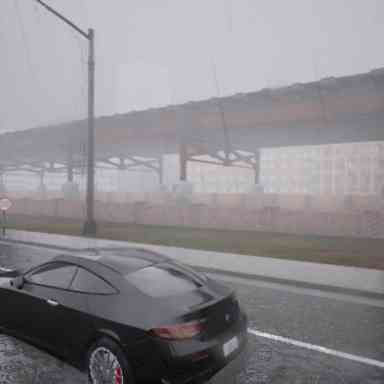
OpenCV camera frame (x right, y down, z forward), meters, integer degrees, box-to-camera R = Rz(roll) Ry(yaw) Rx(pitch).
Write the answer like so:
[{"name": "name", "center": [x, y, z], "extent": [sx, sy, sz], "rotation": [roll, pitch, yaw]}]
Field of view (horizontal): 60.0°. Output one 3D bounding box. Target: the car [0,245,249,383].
[{"name": "car", "center": [-1.447, 1.550, 4.999], "extent": [4.674, 1.442, 1.812], "rotation": [-1, 0, 35]}]
